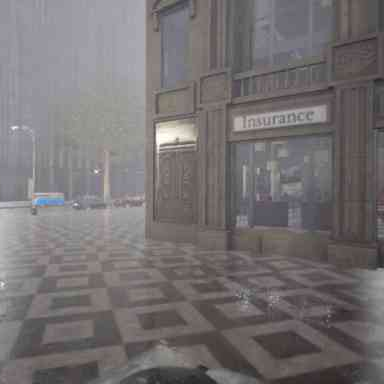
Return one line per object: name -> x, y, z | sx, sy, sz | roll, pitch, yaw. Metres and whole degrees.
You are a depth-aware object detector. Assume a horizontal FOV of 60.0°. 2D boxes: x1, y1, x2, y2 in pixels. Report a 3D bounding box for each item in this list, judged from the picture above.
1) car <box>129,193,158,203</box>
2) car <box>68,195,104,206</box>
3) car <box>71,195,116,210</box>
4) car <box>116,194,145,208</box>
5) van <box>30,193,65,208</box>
car -> -7.910, 0.948, 54.332 | 1.752, 1.417, 4.829 | 2, 2, 36
car -> -14.383, 1.126, 45.354 | 2.008, 1.369, 4.403 | 1, 2, 36
car -> -10.747, 1.279, 35.820 | 1.947, 1.339, 4.313 | 1, 2, 36
car -> -7.462, 1.188, 40.376 | 1.887, 1.381, 4.507 | 2, 2, 36
van -> -17.667, 0.987, 40.794 | 1.690, 1.788, 3.998 | 1, 1, 36
